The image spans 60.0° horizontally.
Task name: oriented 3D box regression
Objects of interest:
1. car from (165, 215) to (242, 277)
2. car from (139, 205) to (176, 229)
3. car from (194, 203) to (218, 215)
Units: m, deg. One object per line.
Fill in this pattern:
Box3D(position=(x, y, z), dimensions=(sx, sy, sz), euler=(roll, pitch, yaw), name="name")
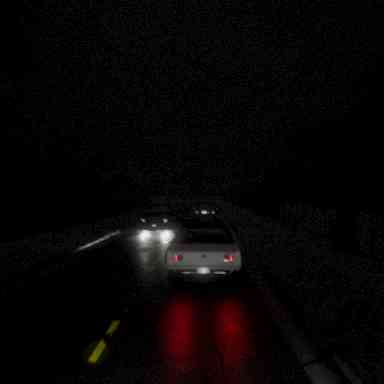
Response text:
Box3D(position=(0.350, 1.613, 10.241), dimensions=(1.895, 1.301, 4.718), euler=(0, 0, 2), name="car")
Box3D(position=(-2.091, 1.587, 22.095), dimensions=(2.033, 1.411, 5.357), euler=(0, 0, 3), name="car")
Box3D(position=(1.112, 1.602, 27.425), dimensions=(2.033, 1.411, 5.357), euler=(0, 0, 3), name="car")
